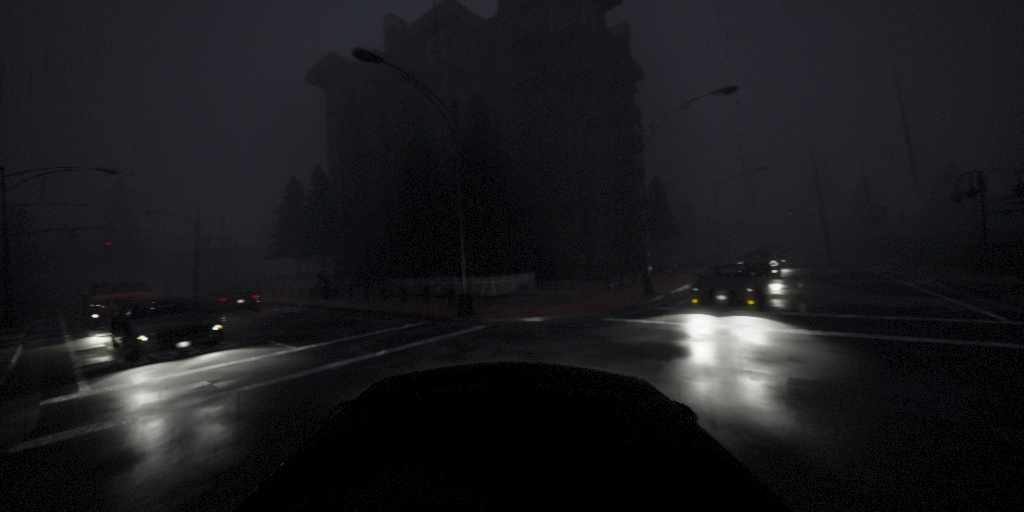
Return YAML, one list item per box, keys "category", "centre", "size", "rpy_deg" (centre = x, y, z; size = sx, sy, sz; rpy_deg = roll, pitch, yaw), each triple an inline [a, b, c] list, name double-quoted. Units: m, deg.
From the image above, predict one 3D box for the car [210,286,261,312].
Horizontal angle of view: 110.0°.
- category: "car"
  centre: [-14.889, 2.295, 18.802]
  size: [4.181, 1.385, 1.994]
  rpy_deg: [-4, -1, 38]

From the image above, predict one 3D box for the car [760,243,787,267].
- category: "car"
  centre: [22.828, -0.080, 31.642]
  size: [2.150, 2.045, 5.566]
  rpy_deg: [-4, -1, 39]

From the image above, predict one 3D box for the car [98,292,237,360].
- category: "car"
  centre: [-10.358, 1.958, 10.617]
  size: [5.357, 1.411, 2.033]
  rpy_deg: [-4, -1, 38]

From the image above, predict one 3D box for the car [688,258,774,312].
- category: "car"
  centre: [7.357, 0.977, 12.078]
  size: [1.994, 1.385, 4.181]
  rpy_deg: [-4, -1, 38]

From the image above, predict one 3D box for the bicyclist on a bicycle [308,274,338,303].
- category: "bicyclist on a bicycle"
  centre: [-10.762, 1.812, 20.393]
  size: [0.582, 1.620, 1.656]
  rpy_deg: [-4, 0, 38]

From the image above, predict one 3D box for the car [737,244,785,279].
- category: "car"
  centre: [15.162, 0.403, 21.965]
  size: [2.097, 1.767, 4.553]
  rpy_deg: [-4, 0, 38]

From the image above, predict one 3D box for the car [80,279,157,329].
- category: "car"
  centre: [-18.834, 2.161, 17.198]
  size: [5.566, 2.045, 2.150]
  rpy_deg: [-4, -1, 38]
